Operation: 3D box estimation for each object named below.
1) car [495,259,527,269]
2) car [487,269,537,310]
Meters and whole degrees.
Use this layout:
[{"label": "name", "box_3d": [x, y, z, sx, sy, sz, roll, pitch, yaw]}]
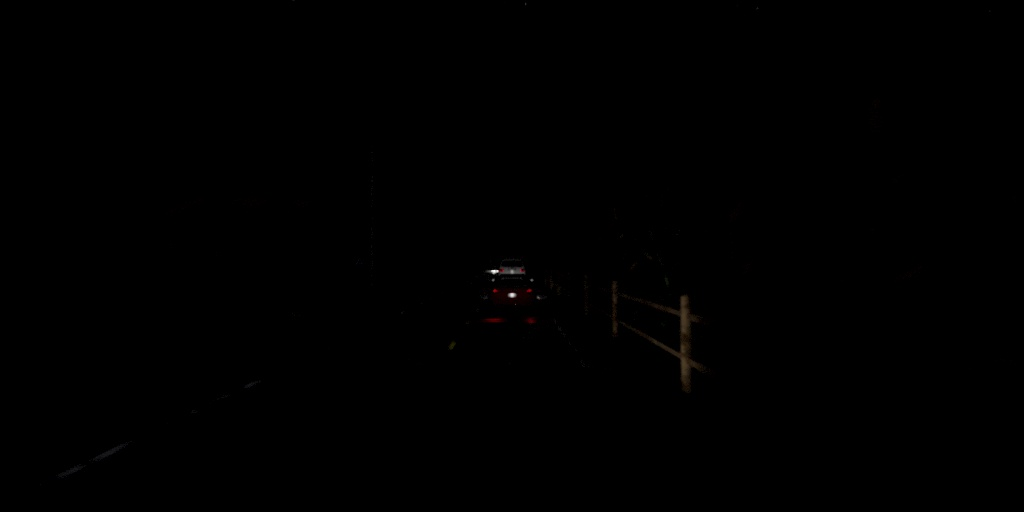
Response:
[{"label": "car", "box_3d": [0.015, 1.251, 29.453, 2.150, 2.045, 5.566, 0, 0, 0]}, {"label": "car", "box_3d": [0.025, 1.453, 15.452, 1.994, 1.385, 4.181, 0, 0, 0]}]
